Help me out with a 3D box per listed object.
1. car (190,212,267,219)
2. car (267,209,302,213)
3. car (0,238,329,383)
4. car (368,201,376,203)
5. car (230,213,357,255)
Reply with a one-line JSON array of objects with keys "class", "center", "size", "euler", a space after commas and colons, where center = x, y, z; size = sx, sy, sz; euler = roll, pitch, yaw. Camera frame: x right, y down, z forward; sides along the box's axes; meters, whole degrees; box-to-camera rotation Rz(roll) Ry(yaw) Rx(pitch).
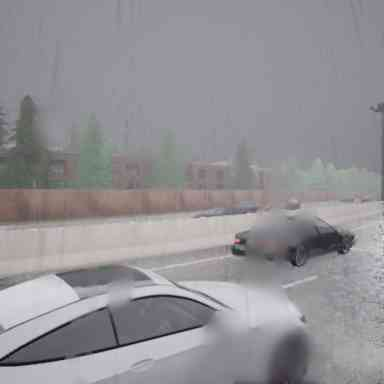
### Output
[{"class": "car", "center": [1.866, 1.551, 19.528], "size": [5.357, 1.411, 2.033], "euler": [0, 0, -44]}, {"class": "car", "center": [9.073, 1.329, 32.730], "size": [2.097, 1.767, 4.553], "euler": [0, 0, 39]}, {"class": "car", "center": [-0.685, 1.533, 3.465], "size": [4.674, 1.442, 1.812], "euler": [0, 0, -37]}, {"class": "car", "center": [28.452, 1.441, 51.535], "size": [2.033, 1.411, 5.357], "euler": [0, 0, 39]}, {"class": "car", "center": [3.652, 1.538, 11.402], "size": [5.357, 1.411, 2.033], "euler": [0, 0, -41]}]
